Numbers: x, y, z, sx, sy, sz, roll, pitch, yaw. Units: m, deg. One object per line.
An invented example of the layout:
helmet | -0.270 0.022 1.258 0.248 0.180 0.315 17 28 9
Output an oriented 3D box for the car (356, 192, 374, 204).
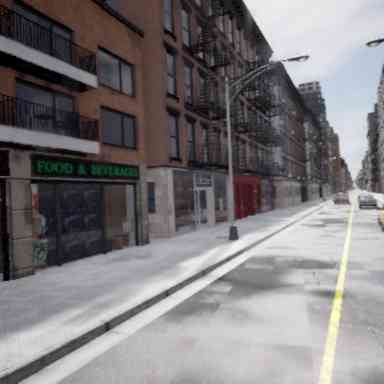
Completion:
car | 25.261 0.885 48.757 2.128 1.511 4.902 -3 -1 26

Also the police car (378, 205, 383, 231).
police car | 8.366 1.187 12.397 1.930 1.638 5.238 -3 -1 26

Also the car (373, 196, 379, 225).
car | 11.052 1.157 17.852 1.801 1.575 5.366 -3 -1 26

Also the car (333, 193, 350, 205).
car | 22.050 0.890 49.033 2.097 1.767 4.553 -3 -1 26

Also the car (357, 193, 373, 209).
car | 19.606 1.074 37.216 2.033 1.411 5.357 -3 -1 27
